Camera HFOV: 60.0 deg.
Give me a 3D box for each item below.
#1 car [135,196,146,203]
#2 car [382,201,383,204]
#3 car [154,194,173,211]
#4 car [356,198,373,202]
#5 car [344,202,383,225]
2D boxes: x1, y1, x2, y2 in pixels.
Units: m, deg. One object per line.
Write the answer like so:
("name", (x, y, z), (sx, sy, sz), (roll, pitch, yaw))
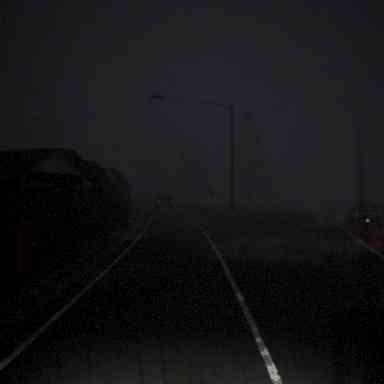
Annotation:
("car", (-11.578, 1.730, 74.718), (1.812, 1.442, 4.674), (0, 0, -19))
("car", (24.658, 1.526, 40.796), (1.882, 1.535, 5.008), (0, 0, 17))
("car", (-3.724, 1.334, 43.147), (2.150, 2.045, 5.566), (0, 0, -10))
("car", (20.857, 1.560, 40.308), (1.837, 1.490, 4.892), (0, 0, 17))
("car", (12.405, 1.635, 24.388), (1.895, 1.301, 4.718), (0, 0, 17))
